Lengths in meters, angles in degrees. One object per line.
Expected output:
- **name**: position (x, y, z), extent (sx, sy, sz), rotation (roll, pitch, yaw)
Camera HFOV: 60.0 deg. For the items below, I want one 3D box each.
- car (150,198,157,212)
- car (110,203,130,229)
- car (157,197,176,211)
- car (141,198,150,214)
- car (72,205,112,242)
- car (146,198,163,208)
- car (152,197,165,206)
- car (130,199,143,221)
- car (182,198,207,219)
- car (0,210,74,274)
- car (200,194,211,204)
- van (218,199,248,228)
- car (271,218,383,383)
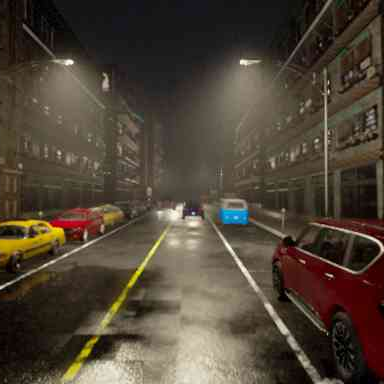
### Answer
- **car**: position (-5.636, 1.473, 39.287), extent (1.967, 1.590, 4.097), rotation (1, 0, 0)
- **car**: position (-5.640, 1.542, 22.063), extent (1.752, 1.417, 4.829), rotation (1, 0, 0)
- **car**: position (-3.083, 1.385, 41.361), extent (2.097, 1.767, 4.553), rotation (0, 0, 0)
- **car**: position (-5.638, 1.552, 33.431), extent (1.752, 1.417, 4.829), rotation (1, 0, 0)
- **car**: position (-5.640, 1.557, 16.548), extent (1.887, 1.381, 4.507), rotation (1, 0, 0)
- **car**: position (-5.636, 1.595, 50.655), extent (2.008, 1.369, 4.403), rotation (1, 0, 0)
- **car**: position (-5.636, 1.632, 56.341), extent (1.802, 1.307, 4.206), rotation (1, 0, 0)
- **car**: position (-5.639, 1.588, 27.917), extent (1.947, 1.339, 4.313), rotation (1, 0, 0)
- **car**: position (0.104, 1.548, 29.082), extent (1.812, 1.442, 4.674), rotation (0, 0, 0)
- **car**: position (-5.641, 1.533, 10.692), extent (1.752, 1.417, 4.829), rotation (1, 0, 0)
- **car**: position (2.716, 1.379, 67.770), extent (2.192, 1.841, 5.009), rotation (1, 0, 0)
- **van**: position (2.710, 1.358, 22.292), extent (1.690, 1.788, 3.998), rotation (1, 0, 0)
- **car**: position (2.710, 1.319, 5.237), extent (2.192, 1.841, 5.009), rotation (1, 0, 0)
